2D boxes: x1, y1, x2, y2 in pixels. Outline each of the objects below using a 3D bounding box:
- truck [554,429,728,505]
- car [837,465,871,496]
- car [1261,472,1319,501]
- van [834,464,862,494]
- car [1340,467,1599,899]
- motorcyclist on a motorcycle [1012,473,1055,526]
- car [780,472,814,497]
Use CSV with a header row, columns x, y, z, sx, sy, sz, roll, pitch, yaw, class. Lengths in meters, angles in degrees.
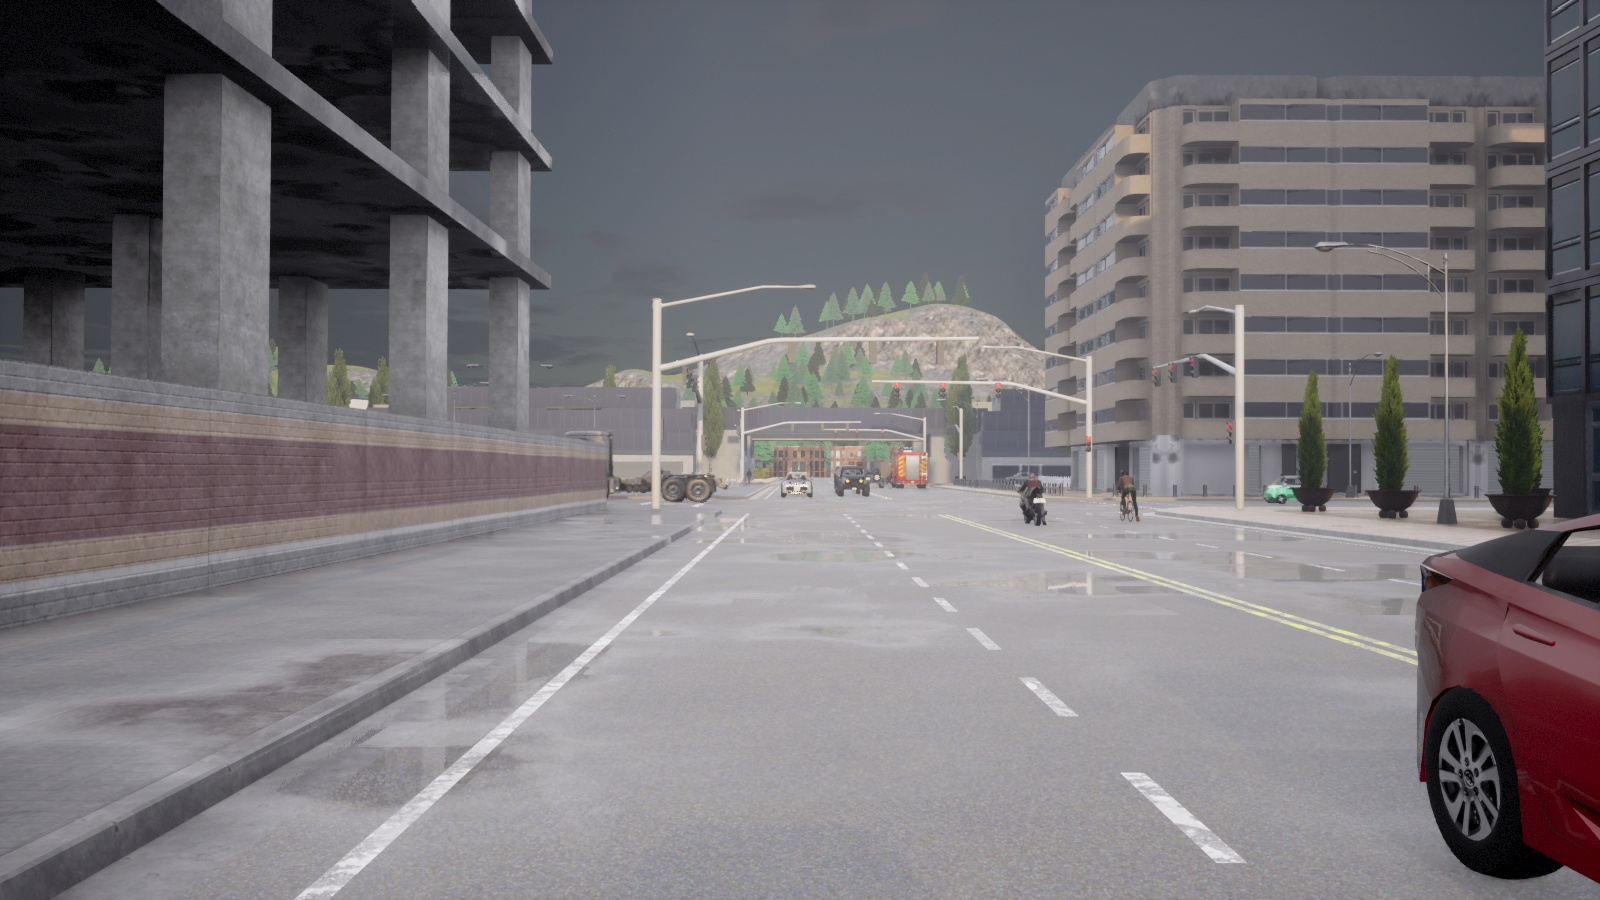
x,y,z,sx,sy,sz,roll,pitch,yaw,class
-7.446,0.807,59.575,7.936,3.462,2.891,0,-1,-1,truck
3.317,1.907,78.188,1.905,1.878,3.866,0,-1,0,car
23.409,1.726,60.060,2.207,1.376,1.481,0,-1,0,car
3.299,2.005,86.597,1.775,1.987,4.442,0,-1,0,van
3.492,0.806,3.505,2.007,1.525,4.514,0,-1,0,car
6.914,1.446,37.268,0.866,1.530,2.191,0,-1,0,motorcyclist on a motorcycle
-0.174,2.047,75.606,1.970,1.475,3.806,0,-1,0,car
